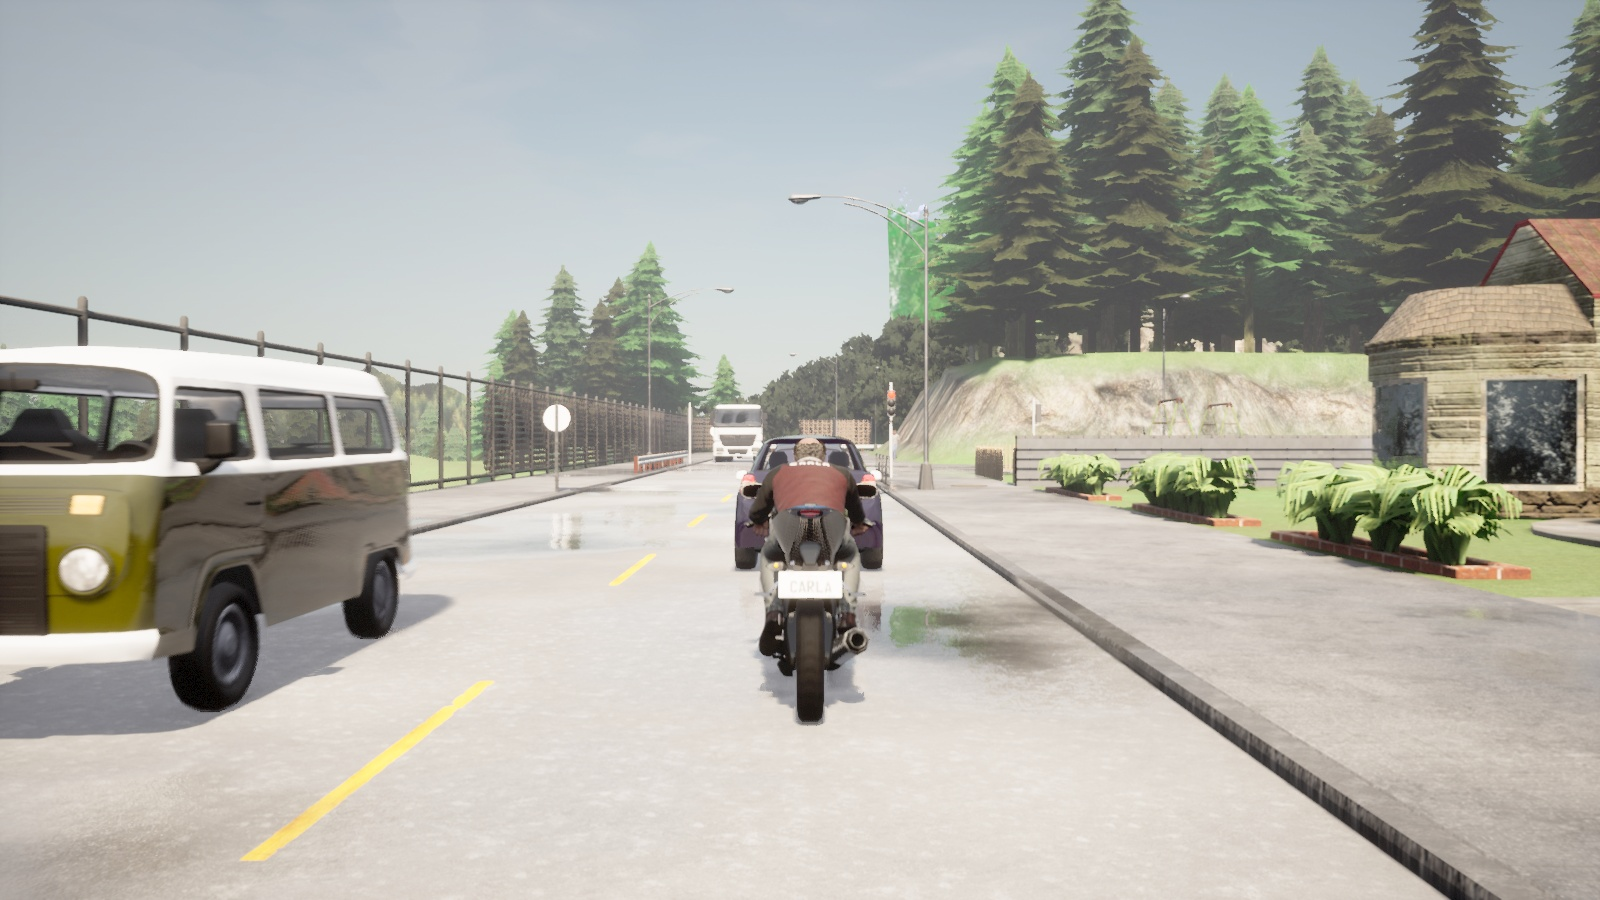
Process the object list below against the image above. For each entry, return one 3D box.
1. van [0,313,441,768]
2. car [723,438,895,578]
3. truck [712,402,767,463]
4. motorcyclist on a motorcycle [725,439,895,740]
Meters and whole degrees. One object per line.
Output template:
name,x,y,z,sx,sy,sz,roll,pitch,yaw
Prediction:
van,-3.940,0.384,7.866,2.069,2.038,4.480,0,1,0
car,0.104,0.601,15.309,1.845,1.501,3.633,0,1,0
truck,-3.534,-1.019,75.403,2.891,3.462,7.936,0,0,0
motorcyclist on a motorcycle,0.057,0.703,7.484,0.866,1.530,2.191,0,1,0
